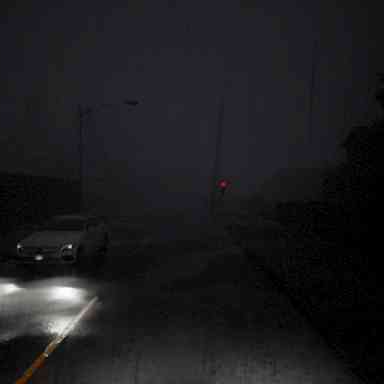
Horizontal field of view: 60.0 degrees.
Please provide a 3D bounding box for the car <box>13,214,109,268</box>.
[{"bbox_3d":[-4.131,1.503,11.329,1.812,1.442,4.674,0,0,0],"label":"car"}]
